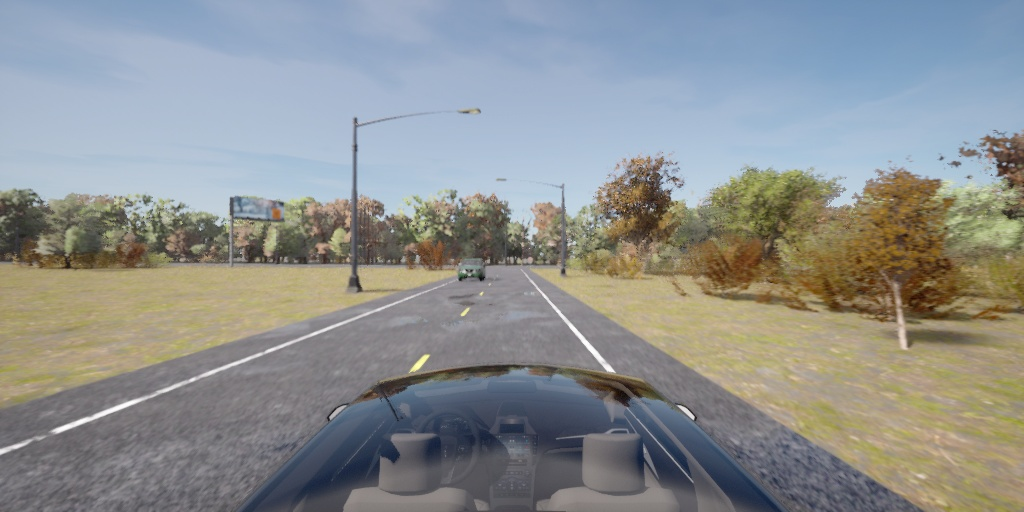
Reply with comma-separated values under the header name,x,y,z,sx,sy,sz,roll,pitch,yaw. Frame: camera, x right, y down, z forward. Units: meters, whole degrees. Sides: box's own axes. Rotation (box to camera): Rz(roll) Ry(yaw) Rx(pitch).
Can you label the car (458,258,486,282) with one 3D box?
name,x,y,z,sx,sy,sz,roll,pitch,yaw
car,-3.589,1.236,32.981,2.150,2.045,5.566,0,0,0
